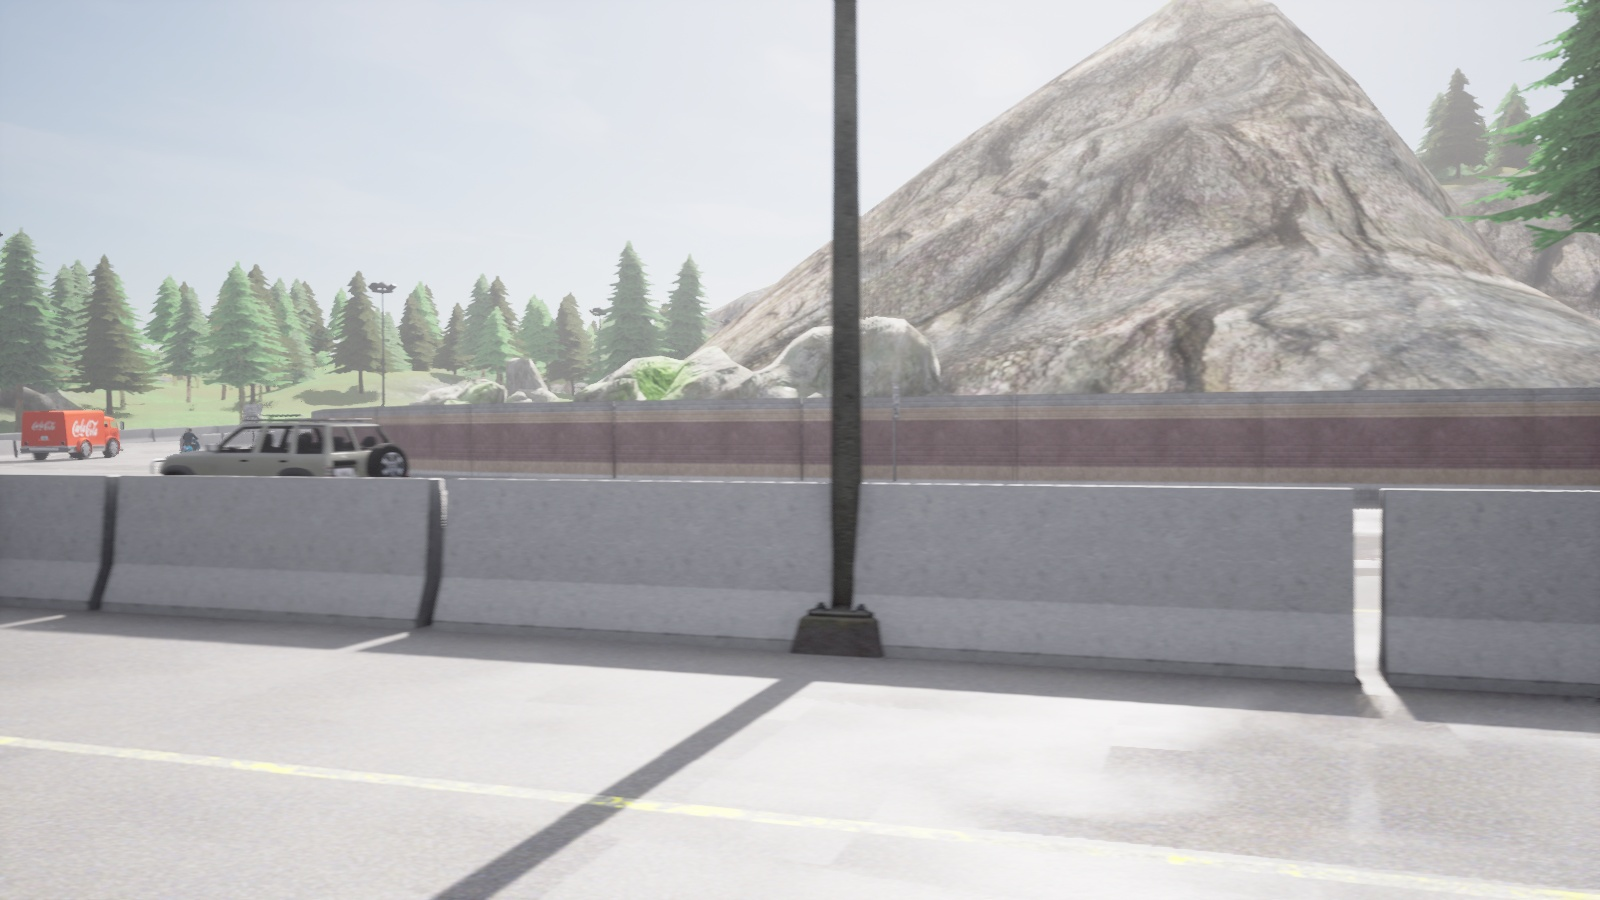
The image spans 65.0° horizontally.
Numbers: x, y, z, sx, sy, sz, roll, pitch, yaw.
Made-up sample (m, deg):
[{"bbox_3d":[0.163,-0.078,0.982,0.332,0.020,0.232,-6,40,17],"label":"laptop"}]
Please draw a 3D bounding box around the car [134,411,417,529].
[{"bbox_3d":[-9.007,0.264,21.541,4.605,1.855,1.932,1,2,27],"label":"car"}]

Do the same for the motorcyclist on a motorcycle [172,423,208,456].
[{"bbox_3d":[-29.812,-0.524,61.409,0.866,1.590,1.817,1,2,-1],"label":"motorcyclist on a motorcycle"}]

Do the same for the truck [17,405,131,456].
[{"bbox_3d":[-36.805,-1.038,63.892,2.627,2.467,5.204,0,2,2],"label":"truck"}]
